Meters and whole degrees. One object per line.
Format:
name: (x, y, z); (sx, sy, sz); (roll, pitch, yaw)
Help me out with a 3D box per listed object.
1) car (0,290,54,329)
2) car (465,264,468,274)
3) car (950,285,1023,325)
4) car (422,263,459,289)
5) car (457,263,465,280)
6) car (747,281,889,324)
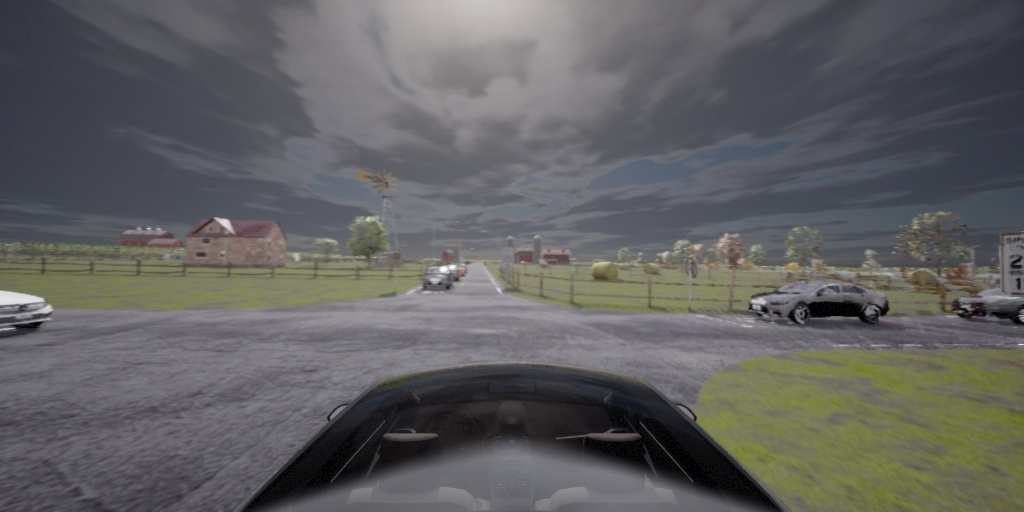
car: (-13.714, 1.081, 8.153); (4.674, 1.442, 1.812); (1, -1, -6)
car: (-6.981, 1.628, 45.134); (2.097, 1.767, 4.553); (1, -1, -5)
car: (20.910, 1.926, 14.693); (4.892, 1.490, 1.837); (1, -1, -6)
car: (-5.254, 1.522, 25.880); (2.128, 1.511, 4.902); (1, -1, -5)
car: (-6.084, 1.641, 35.184); (2.128, 1.511, 4.902); (1, -1, -5)
car: (11.563, 1.700, 13.685); (4.902, 1.511, 2.128); (1, -1, -7)
